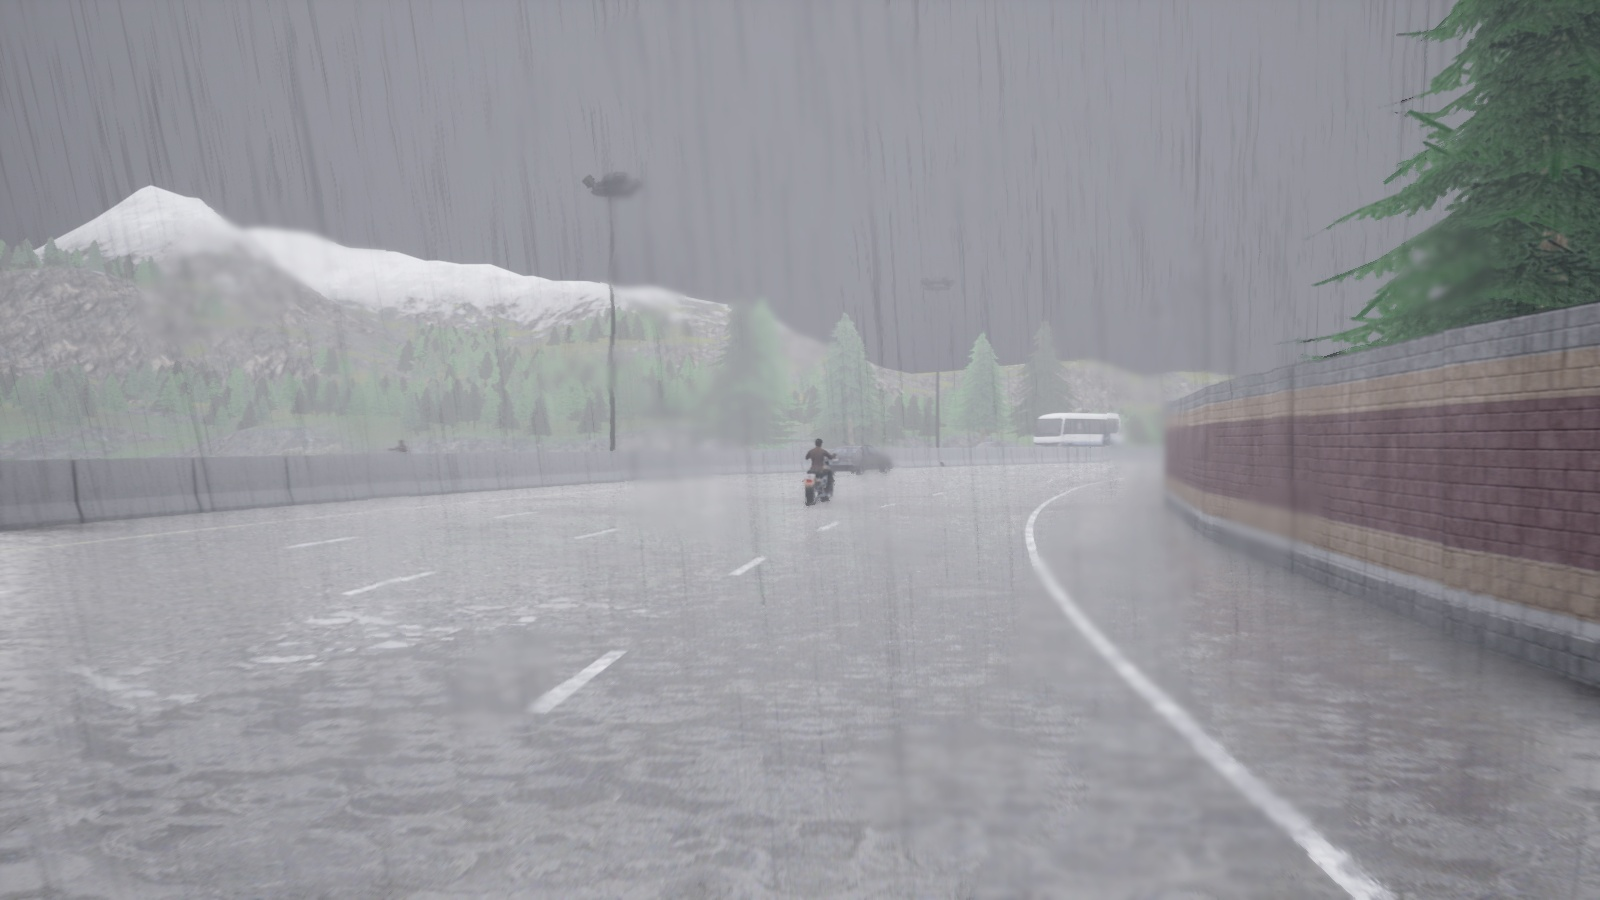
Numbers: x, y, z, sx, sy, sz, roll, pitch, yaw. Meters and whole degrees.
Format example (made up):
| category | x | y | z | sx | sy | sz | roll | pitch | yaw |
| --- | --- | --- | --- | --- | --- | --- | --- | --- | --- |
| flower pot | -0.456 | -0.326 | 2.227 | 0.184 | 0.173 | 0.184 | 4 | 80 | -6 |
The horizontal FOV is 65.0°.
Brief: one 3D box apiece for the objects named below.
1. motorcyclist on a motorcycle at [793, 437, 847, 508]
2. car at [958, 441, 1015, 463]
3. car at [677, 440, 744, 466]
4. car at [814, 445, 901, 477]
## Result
| category | x | y | z | sx | sy | sz | roll | pitch | yaw |
| --- | --- | --- | --- | --- | --- | --- | --- | --- | --- |
| motorcyclist on a motorcycle | 0.515 | 0.525 | 30.592 | 0.766 | 1.649 | 2.350 | 1 | 0 | 14 |
| car | 14.130 | 0.157 | 95.074 | 2.033 | 1.649 | 4.856 | 0 | 0 | 40 |
| car | -6.028 | 0.189 | 85.209 | 2.033 | 1.649 | 4.856 | 0 | 0 | 33 |
| car | 2.700 | 0.472 | 57.631 | 2.033 | 1.411 | 5.357 | 0 | 0 | 25 |
